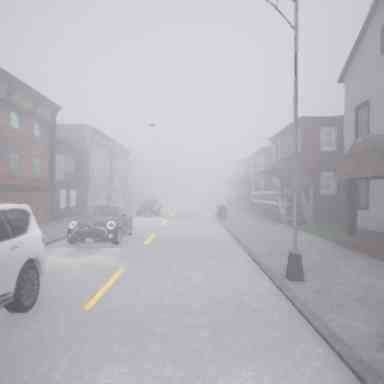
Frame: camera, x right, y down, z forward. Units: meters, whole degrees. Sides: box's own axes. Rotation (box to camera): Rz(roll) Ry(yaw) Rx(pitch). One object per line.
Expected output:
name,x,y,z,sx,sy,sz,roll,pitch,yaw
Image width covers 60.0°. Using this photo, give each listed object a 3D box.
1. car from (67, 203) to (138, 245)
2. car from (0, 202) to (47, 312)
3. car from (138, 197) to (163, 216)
car,-4.079,1.333,15.460,2.097,1.767,4.553,0,0,0
car,-4.097,1.197,4.729,2.150,2.045,5.566,0,0,0
car,-3.978,1.341,31.966,2.097,1.767,4.553,0,0,0
